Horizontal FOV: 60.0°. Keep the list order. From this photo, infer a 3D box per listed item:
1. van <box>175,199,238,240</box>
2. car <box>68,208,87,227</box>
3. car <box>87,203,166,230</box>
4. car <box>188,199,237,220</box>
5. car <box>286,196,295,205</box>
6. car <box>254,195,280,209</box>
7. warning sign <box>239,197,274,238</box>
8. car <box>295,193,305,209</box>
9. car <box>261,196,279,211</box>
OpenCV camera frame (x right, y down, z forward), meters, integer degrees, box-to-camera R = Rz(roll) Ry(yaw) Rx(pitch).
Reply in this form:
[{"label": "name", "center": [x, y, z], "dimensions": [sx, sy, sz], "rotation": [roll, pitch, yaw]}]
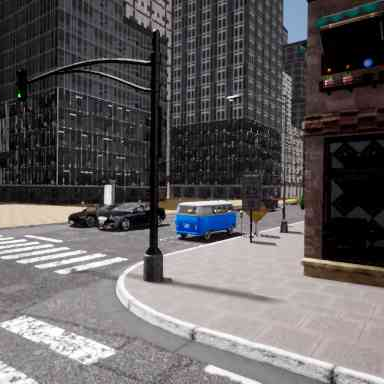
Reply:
[{"label": "van", "center": [0.836, 1.368, 17.018], "dimensions": [1.690, 1.788, 3.998], "rotation": [1, 1, 35]}, {"label": "car", "center": [-5.996, 1.467, 21.879], "dimensions": [1.947, 1.339, 4.313], "rotation": [1, 1, 35]}, {"label": "car", "center": [-3.659, 1.431, 20.695], "dimensions": [2.128, 1.511, 4.902], "rotation": [1, 1, 35]}, {"label": "car", "center": [1.861, 1.426, 28.451], "dimensions": [1.837, 1.490, 4.892], "rotation": [1, 1, 36]}, {"label": "car", "center": [16.354, 1.364, 53.298], "dimensions": [1.752, 1.417, 4.829], "rotation": [1, 1, 35]}, {"label": "car", "center": [10.039, 1.293, 44.419], "dimensions": [1.967, 1.590, 4.097], "rotation": [1, 1, 35]}, {"label": "warning sign", "center": [3.117, 1.177, 16.124], "dimensions": [1.300, 1.860, 1.060], "rotation": [1, 1, 35]}, {"label": "car", "center": [15.419, 1.159, 42.093], "dimensions": [2.150, 2.045, 5.566], "rotation": [1, 1, 36]}, {"label": "car", "center": [7.755, 1.430, 36.731], "dimensions": [1.812, 1.442, 4.674], "rotation": [1, 1, 36]}]
